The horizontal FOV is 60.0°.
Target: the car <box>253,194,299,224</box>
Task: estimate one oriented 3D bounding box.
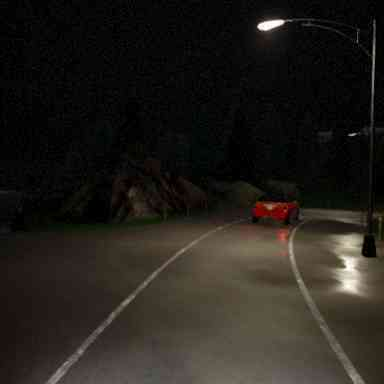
[{"bbox_3d":[5.262,0.892,20.417,2.097,1.767,4.553,2,1,26],"label":"car"}]
